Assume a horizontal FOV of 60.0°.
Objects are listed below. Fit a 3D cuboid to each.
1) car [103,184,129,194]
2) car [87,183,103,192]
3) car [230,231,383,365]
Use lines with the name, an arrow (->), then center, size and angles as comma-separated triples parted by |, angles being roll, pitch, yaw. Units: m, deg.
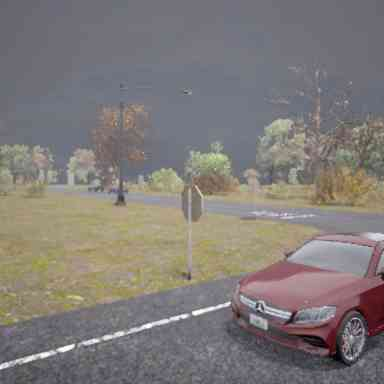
car -> -11.553, -0.454, 51.915 | 2.128, 1.511, 4.902 | -1, 2, -36
car -> -17.387, -0.762, 60.042 | 1.837, 1.490, 4.892 | -1, 2, -36
car -> 2.794, 1.475, 5.856 | 4.674, 1.442, 1.812 | -1, 0, -35
